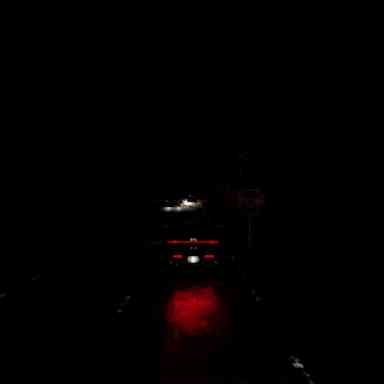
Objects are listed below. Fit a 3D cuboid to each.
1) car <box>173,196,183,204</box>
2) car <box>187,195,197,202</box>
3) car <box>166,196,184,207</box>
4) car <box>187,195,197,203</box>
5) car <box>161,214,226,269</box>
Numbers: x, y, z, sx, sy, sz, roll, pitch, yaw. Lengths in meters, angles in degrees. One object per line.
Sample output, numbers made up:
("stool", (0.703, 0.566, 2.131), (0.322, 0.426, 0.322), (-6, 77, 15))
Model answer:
("car", (-2.754, 1.552, 66.529), (1.837, 1.490, 4.892), (0, 0, 0))
("car", (0.011, 1.420, 78.020), (2.128, 1.511, 4.902), (0, 0, 0))
("car", (-2.818, 1.388, 51.300), (2.097, 1.767, 4.553), (0, 0, 0))
("car", (0.010, 1.611, 68.017), (1.994, 1.385, 4.181), (0, 0, 0))
("car", (0.054, 1.512, 11.138), (1.837, 1.490, 4.892), (0, 0, 0))
